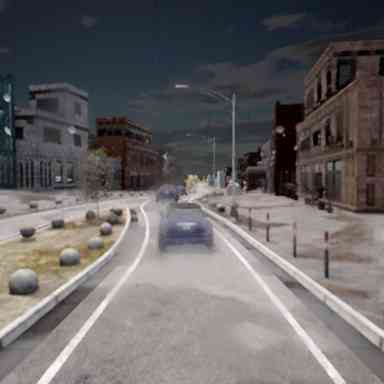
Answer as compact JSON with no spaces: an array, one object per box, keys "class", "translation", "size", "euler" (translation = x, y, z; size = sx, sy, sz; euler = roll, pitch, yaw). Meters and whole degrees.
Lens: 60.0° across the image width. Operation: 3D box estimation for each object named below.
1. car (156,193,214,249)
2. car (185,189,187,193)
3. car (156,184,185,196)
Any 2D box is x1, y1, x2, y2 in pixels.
[{"class":"car","translation":[-0.395,1.198,14.377],"size":[2.097,1.767,4.553],"euler":[0,4,-5]},{"class":"car","translation":[-2.075,-0.160,49.623],"size":[1.837,1.490,4.892],"euler":[1,0,14]},{"class":"car","translation":[-2.218,-0.015,33.139],"size":[2.097,1.767,4.553],"euler":[0,2,3]}]
